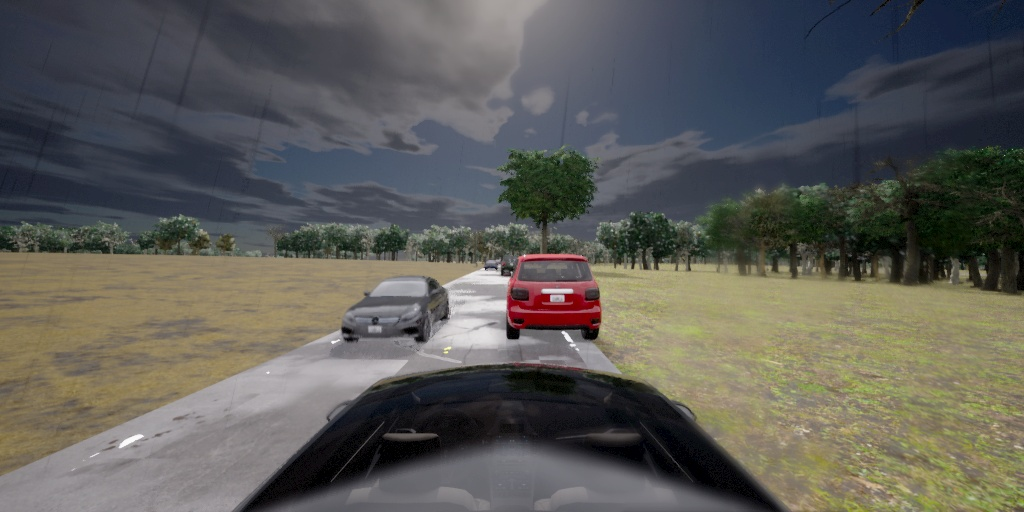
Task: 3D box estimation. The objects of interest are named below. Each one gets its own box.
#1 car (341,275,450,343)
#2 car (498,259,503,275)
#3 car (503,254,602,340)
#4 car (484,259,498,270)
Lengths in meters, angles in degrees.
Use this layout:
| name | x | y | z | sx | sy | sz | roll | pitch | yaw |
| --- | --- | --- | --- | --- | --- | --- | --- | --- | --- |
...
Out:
| name | x | y | z | sx | sy | sz | roll | pitch | yaw |
| --- | --- | --- | --- | --- | --- | --- | --- | --- | --- |
| car | -2.869 | 1.274 | 9.817 | 1.812 | 1.442 | 4.674 | 0 | 0 | 0 |
| car | -0.014 | 0.943 | 37.743 | 2.150 | 2.045 | 5.566 | 0 | 0 | 0 |
| car | 0.938 | 0.973 | 10.142 | 2.150 | 2.045 | 5.566 | 0 | 0 | 0 |
| car | -2.963 | 1.300 | 51.278 | 2.033 | 1.411 | 5.357 | 0 | 0 | 0 |
